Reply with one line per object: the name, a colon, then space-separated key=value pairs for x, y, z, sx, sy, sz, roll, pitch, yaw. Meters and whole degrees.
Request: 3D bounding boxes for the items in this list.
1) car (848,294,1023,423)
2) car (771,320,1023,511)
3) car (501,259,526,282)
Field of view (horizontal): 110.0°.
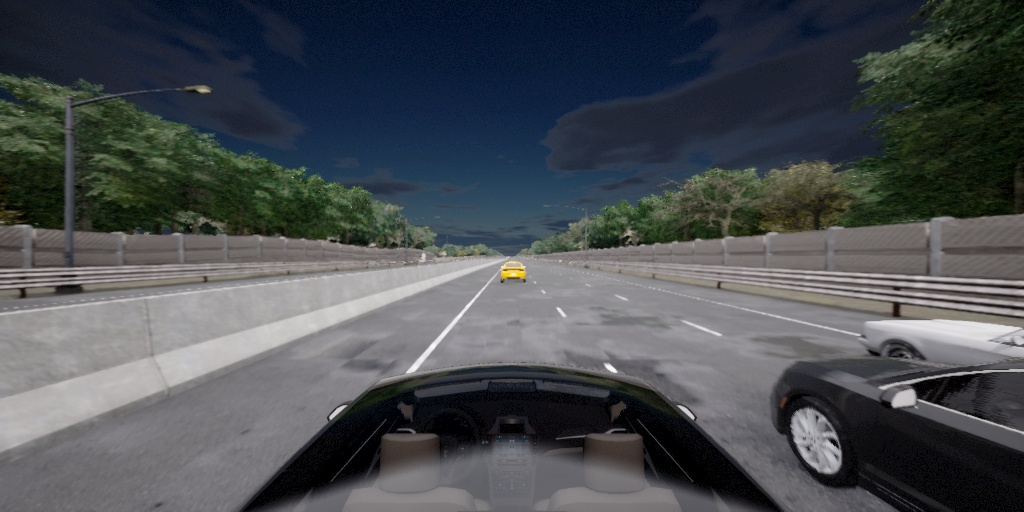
car: x=7.099 y=1.351 z=4.198 sx=1.895 sy=1.301 sz=4.718 roll=0 pitch=0 yaw=0
car: x=3.600 y=1.255 z=1.721 sx=1.837 sy=1.490 sz=4.892 roll=0 pitch=0 yaw=0
car: x=0.109 y=1.239 z=29.346 sx=1.882 sy=1.535 sz=5.008 roll=0 pitch=0 yaw=0
